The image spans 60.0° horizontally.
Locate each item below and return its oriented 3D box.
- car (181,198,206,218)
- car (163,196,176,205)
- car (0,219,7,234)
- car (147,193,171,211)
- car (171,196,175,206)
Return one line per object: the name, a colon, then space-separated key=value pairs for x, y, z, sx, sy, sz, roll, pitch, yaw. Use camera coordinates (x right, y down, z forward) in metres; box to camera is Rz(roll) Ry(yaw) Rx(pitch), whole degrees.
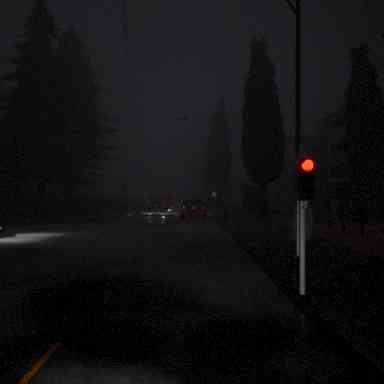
car: x=0.134 y=1.352 z=29.827 sx=2.097 sy=1.767 sz=4.553 roll=0 pitch=0 yaw=0
car: x=-4.086 y=1.547 z=61.943 sx=2.033 sy=1.411 sz=5.357 roll=0 pitch=0 yaw=0
car: x=-11.781 y=1.526 z=16.574 sx=4.674 sy=1.442 sz=1.812 roll=0 pitch=0 yaw=1
car: x=-4.138 y=1.221 z=40.804 sx=2.150 sy=2.045 sz=5.566 roll=0 pitch=0 yaw=0
car: x=-4.133 y=1.221 z=51.240 sx=2.150 sy=2.045 sz=5.566 roll=0 pitch=0 yaw=0
